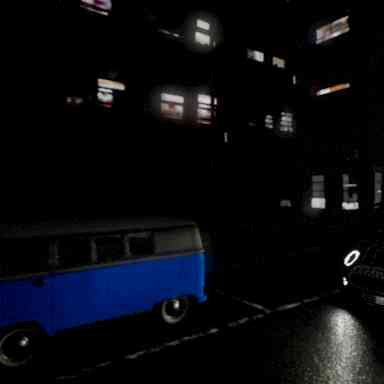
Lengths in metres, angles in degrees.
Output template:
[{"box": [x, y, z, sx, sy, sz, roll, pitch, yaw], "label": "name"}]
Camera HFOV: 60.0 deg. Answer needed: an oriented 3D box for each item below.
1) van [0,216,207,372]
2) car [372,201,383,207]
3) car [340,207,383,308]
[{"box": [-1.660, 1.331, 5.350, 3.998, 1.788, 1.690, 0, 0, -35], "label": "van"}, {"box": [7.448, 1.231, 11.874, 5.009, 1.841, 2.192, 0, 0, -35], "label": "car"}, {"box": [5.160, 1.298, 7.058, 4.553, 1.767, 2.097, 0, 0, -35], "label": "car"}]
